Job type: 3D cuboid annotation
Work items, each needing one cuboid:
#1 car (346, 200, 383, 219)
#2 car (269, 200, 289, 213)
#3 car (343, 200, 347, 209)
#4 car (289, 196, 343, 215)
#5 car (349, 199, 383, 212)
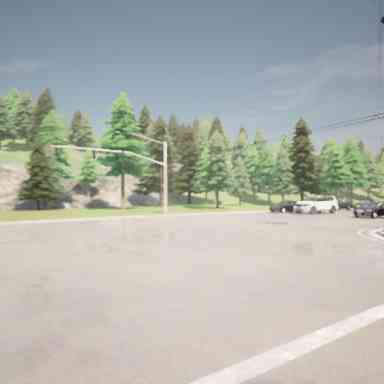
[{"bbox_3d":[17.234,1.664,31.245,4.902,1.511,2.128,0,0,-30],"label":"car"},{"bbox_3d":[11.456,1.750,40.022,4.892,1.490,1.837,0,0,-30],"label":"car"},{"bbox_3d":[19.404,1.749,44.568,4.902,1.511,2.128,0,0,-30],"label":"car"},{"bbox_3d":[14.003,1.443,37.464,5.566,2.045,2.150,0,0,-30],"label":"car"},{"bbox_3d":[22.546,1.726,42.327,4.902,1.511,2.128,0,0,-30],"label":"car"}]
